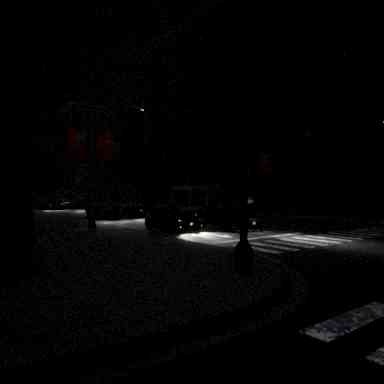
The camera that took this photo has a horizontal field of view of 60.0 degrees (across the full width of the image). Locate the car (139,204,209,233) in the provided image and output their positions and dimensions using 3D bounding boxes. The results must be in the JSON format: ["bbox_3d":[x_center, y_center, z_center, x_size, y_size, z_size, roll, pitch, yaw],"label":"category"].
[{"bbox_3d":[-1.192,1.618,20.247,1.994,1.385,4.181,0,0,-36],"label":"car"}]

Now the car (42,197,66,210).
[{"bbox_3d":[-19.122,1.678,45.297,1.837,1.490,4.892,0,-1,-35],"label":"car"}]

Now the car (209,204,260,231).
[{"bbox_3d":[2.146,1.548,21.197,2.128,1.511,4.902,0,0,-36],"label":"car"}]

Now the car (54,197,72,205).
[{"bbox_3d":[-25.210,1.746,65.129,2.128,1.511,4.902,0,0,-36],"label":"car"}]

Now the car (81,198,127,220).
[{"bbox_3d":[-7.987,1.577,29.703,1.882,1.535,5.008,0,0,-36],"label":"car"}]

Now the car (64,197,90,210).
[{"bbox_3d":[-15.902,1.775,46.369,1.895,1.301,4.718,0,0,-35],"label":"car"}]

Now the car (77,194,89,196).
[{"bbox_3d":[-21.928,1.476,66.133,2.150,2.045,5.566,0,0,-36],"label":"car"}]

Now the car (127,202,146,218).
[{"bbox_3d":[-5.058,1.630,31.194,1.812,1.442,4.674,0,0,-35],"label":"car"}]
